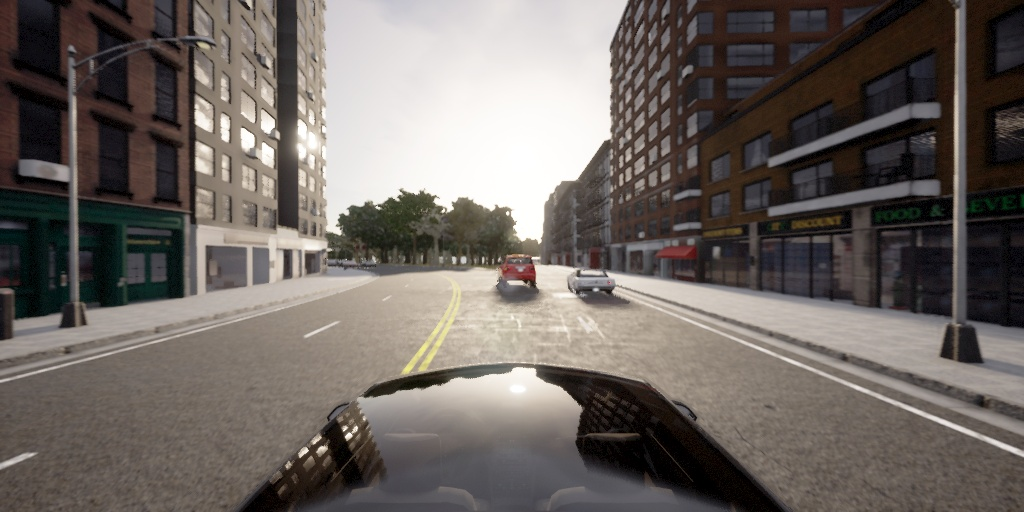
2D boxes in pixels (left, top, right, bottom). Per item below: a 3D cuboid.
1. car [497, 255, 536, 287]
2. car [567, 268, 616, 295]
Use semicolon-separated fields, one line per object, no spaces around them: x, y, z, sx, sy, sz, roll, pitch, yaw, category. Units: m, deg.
0.235;0.979;24.677;2.150;2.045;5.566;0;0;-6;car
4.121;1.328;19.472;1.895;1.301;4.718;0;0;2;car
